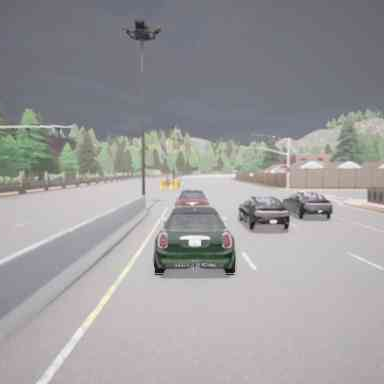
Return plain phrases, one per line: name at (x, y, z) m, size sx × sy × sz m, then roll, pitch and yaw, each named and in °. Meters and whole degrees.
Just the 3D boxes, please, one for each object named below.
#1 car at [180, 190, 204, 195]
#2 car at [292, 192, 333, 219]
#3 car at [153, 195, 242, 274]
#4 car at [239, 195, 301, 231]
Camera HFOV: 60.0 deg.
car at (0.011, 0.618, 20.146) m, size 2.097 × 1.767 × 4.553 m, roll 0°, pitch 3°, yaw 0°
car at (7.010, 0.730, 20.640) m, size 2.128 × 1.511 × 4.902 m, roll 0°, pitch 3°, yaw 0°
car at (0.063, 1.171, 10.207) m, size 2.097 × 1.767 × 4.553 m, roll 0°, pitch 2°, yaw 0°
car at (3.529, 0.954, 16.877) m, size 2.128 × 1.511 × 4.902 m, roll 0°, pitch 3°, yaw 0°
